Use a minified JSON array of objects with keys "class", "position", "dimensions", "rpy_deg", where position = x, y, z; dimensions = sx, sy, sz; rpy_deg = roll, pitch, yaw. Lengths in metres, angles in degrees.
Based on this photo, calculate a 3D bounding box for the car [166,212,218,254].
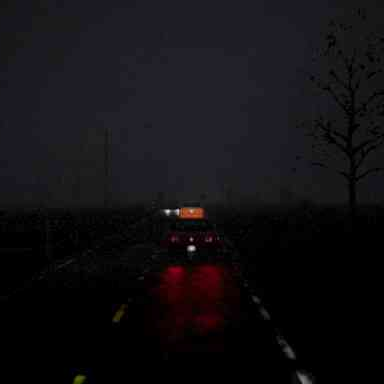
[{"class":"car","position":[-0.012,1.734,14.116],"dimensions":[1.895,1.301,4.718],"rpy_deg":[0,0,0]}]

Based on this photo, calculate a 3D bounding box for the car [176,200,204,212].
[{"class":"car","position":[-0.046,1.617,29.086],"dimensions":[2.097,1.767,4.553],"rpy_deg":[0,-1,0]}]

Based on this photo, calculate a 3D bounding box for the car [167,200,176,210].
[{"class":"car","position":[-2.859,1.936,52.267],"dimensions":[1.882,1.535,5.008],"rpy_deg":[0,-1,0]}]
